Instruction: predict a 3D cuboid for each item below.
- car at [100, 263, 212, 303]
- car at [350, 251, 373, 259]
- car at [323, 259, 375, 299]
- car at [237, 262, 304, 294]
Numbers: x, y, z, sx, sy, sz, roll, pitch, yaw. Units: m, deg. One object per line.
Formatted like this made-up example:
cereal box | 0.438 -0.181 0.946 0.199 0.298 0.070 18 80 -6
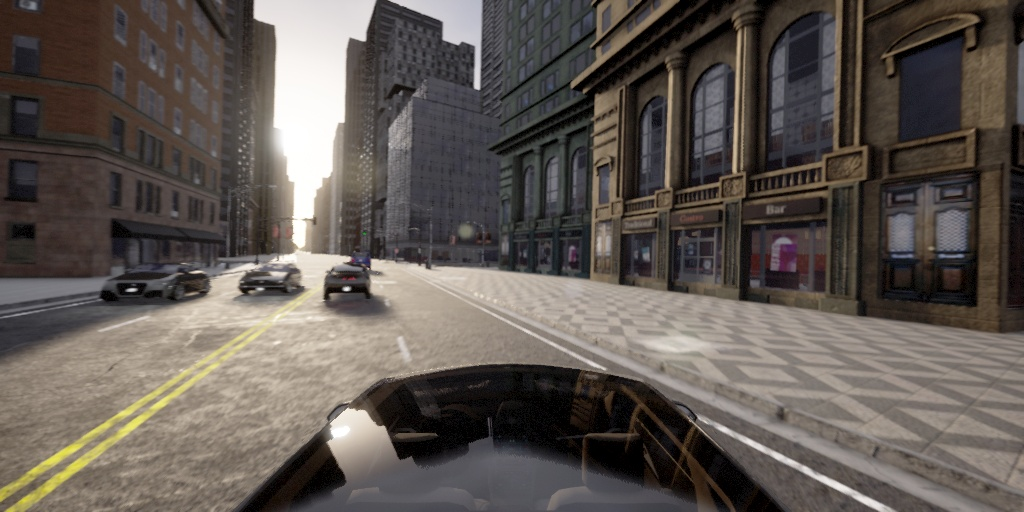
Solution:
car | -13.707 0.953 14.096 1.994 1.385 4.181 2 0 -22
car | -16.580 0.546 39.453 2.150 2.045 5.566 2 0 -22
car | -7.495 1.059 16.594 1.837 1.490 4.892 2 0 -22
car | -11.641 0.993 17.689 2.033 1.411 5.357 2 0 -22
